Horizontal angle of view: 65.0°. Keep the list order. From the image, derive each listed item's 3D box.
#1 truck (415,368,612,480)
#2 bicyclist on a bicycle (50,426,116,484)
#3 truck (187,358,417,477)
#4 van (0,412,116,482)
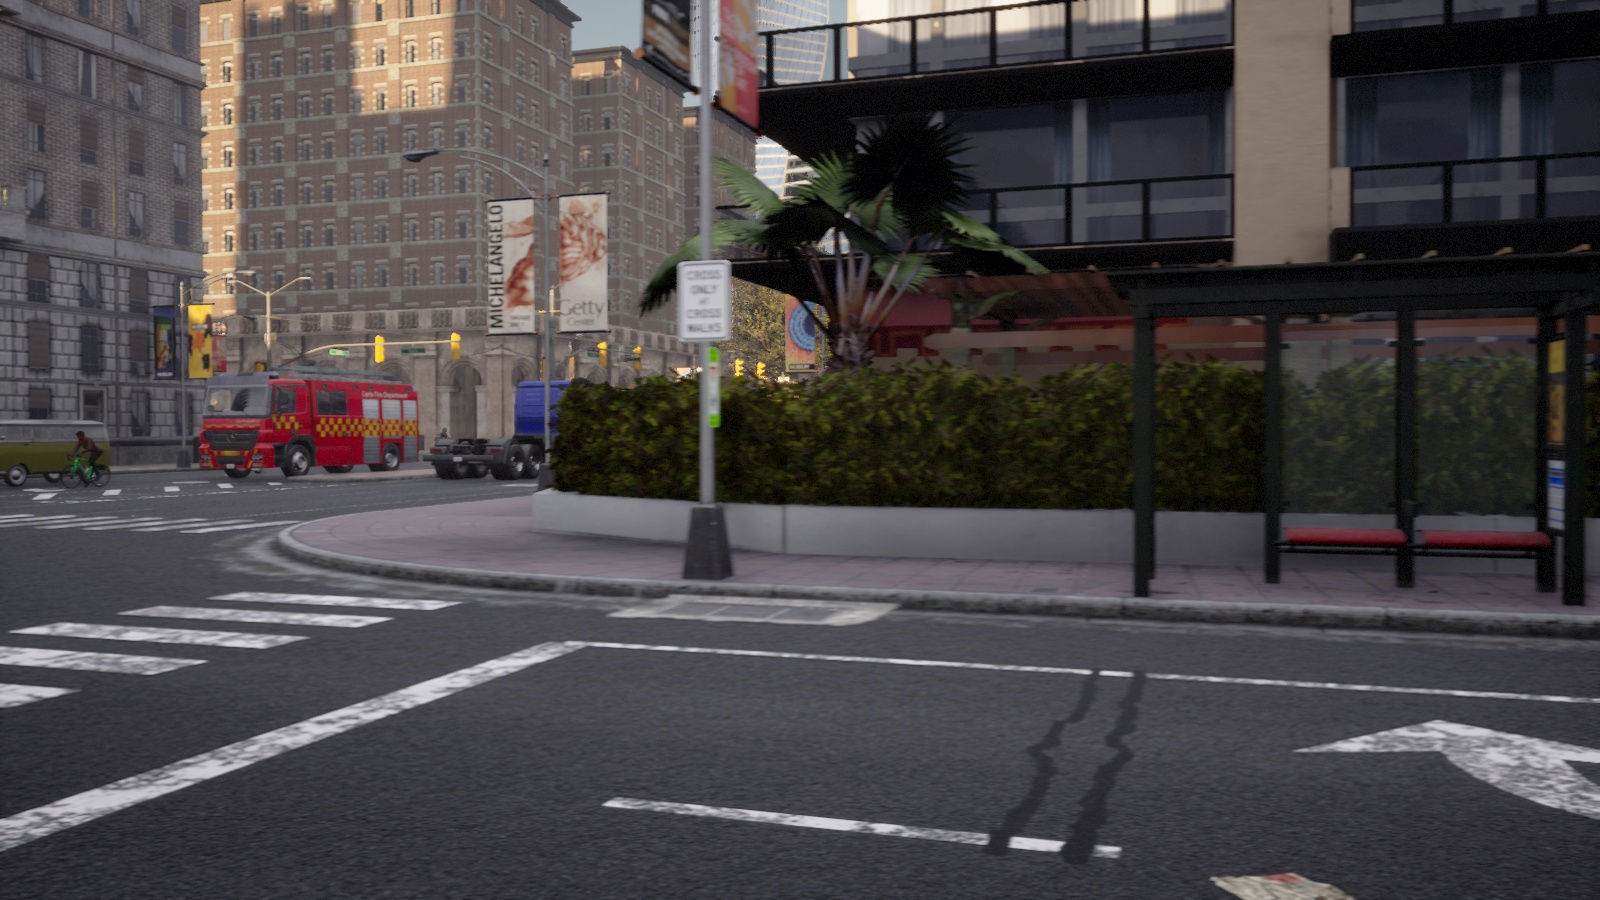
[{"bbox_3d":[-9.575,-0.882,43.096,2.891,3.462,7.936,1,1,18],"label":"truck"},{"bbox_3d":[-20.400,0.129,35.753,0.582,1.620,1.656,1,1,18],"label":"bicyclist on a bicycle"},{"bbox_3d":[-17.434,-1.122,44.796,2.891,3.827,8.468,1,1,18],"label":"truck"},{"bbox_3d":[-23.305,-0.120,38.128,1.775,1.987,4.442,1,1,18],"label":"van"}]
